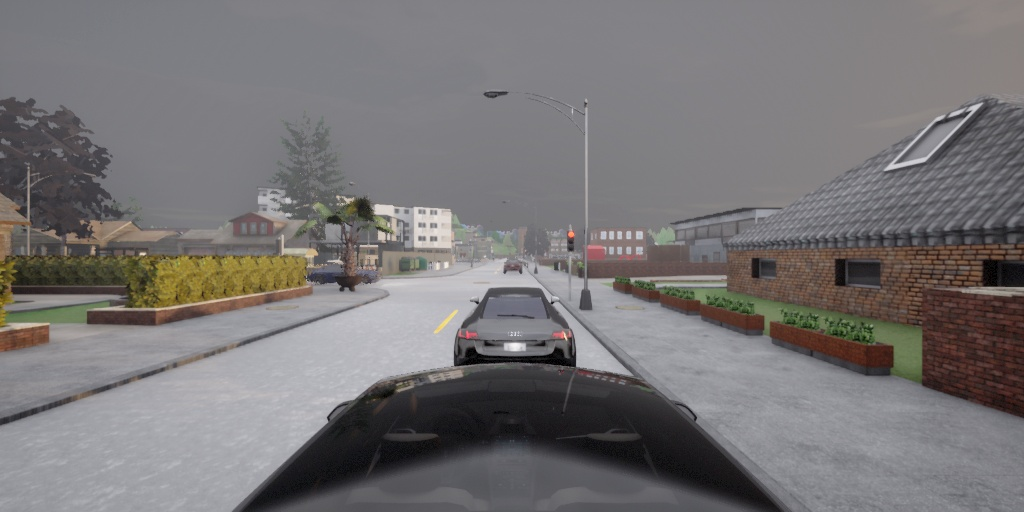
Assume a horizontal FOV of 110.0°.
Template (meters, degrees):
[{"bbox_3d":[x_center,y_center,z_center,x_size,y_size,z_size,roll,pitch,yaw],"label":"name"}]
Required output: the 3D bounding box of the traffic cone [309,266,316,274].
[{"bbox_3d":[-19.803,1.561,35.236,0.344,0.586,0.344,0,0,0],"label":"traffic cone"}]

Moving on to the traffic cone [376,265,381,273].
[{"bbox_3d":[-15.396,1.549,40.690,0.344,0.586,0.344,0,0,0],"label":"traffic cone"}]

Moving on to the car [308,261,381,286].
[{"bbox_3d":[-11.538,1.271,24.860,4.674,1.442,1.812,0,0,-3],"label":"car"}]

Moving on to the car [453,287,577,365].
[{"bbox_3d":[0.058,1.313,7.306,1.994,1.385,4.181,0,0,0],"label":"car"}]

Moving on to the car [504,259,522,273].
[{"bbox_3d":[0.092,1.093,43.141,2.097,1.767,4.553,0,0,0],"label":"car"}]

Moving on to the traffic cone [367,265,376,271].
[{"bbox_3d":[-15.757,1.553,40.120,0.344,0.586,0.344,0,0,0],"label":"traffic cone"}]
